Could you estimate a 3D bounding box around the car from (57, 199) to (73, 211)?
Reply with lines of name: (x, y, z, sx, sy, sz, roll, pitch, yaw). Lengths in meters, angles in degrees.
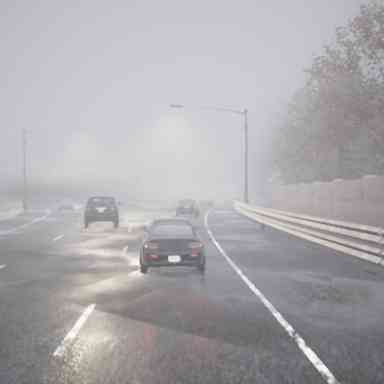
car: (-16.340, 1.655, 42.738, 2.033, 1.411, 5.357, 0, 0, -24)

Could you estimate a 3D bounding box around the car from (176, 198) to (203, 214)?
car: (-0.309, 1.387, 31.784, 2.097, 1.767, 4.553, 0, 0, 4)

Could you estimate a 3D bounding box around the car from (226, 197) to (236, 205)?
car: (11.022, 2.576, 93.531, 2.150, 2.045, 5.566, 0, -4, 14)

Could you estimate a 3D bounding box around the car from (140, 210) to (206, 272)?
car: (-0.673, 1.540, 10.763, 1.812, 1.442, 4.674, 0, 0, -5)

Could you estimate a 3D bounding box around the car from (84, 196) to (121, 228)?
car: (-6.176, 1.269, 23.046, 2.150, 2.045, 5.566, 0, 0, -12)

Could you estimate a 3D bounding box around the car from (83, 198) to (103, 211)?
car: (-13.164, 1.574, 44.028, 1.882, 1.535, 5.008, 0, 0, -24)

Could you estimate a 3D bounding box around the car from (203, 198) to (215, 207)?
car: (2.600, 1.647, 53.740, 1.895, 1.301, 4.718, 0, 0, 11)

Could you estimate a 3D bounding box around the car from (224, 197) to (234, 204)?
car: (9.314, 2.383, 86.248, 1.837, 1.490, 4.892, 0, -3, 13)
